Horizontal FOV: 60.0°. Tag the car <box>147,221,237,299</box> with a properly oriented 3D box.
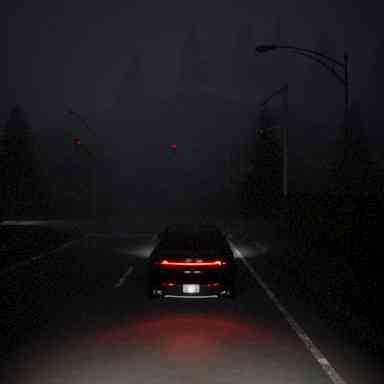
[{"bbox_3d":[0.026,1.505,8.458,1.837,1.490,4.892,0,0,1],"label":"car"}]
